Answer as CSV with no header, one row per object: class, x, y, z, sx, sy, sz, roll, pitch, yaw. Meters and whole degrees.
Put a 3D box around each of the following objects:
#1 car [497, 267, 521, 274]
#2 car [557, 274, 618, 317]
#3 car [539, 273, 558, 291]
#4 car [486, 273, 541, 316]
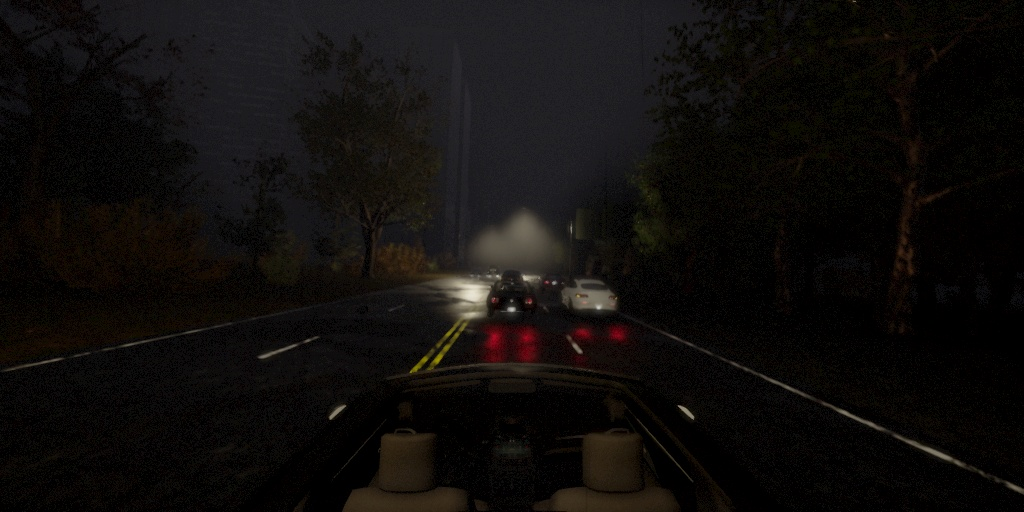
car,0.003,1.954,31.075,1.882,1.535,5.008,1,1,1
car,3.285,1.741,15.752,1.812,1.442,4.674,3,-1,1
car,3.249,2.126,29.432,2.033,1.411,5.357,4,-2,1
car,0.011,1.644,15.133,1.895,1.301,4.718,1,0,0
